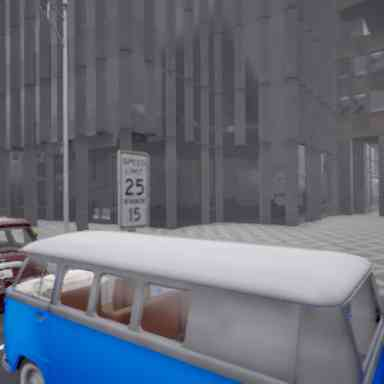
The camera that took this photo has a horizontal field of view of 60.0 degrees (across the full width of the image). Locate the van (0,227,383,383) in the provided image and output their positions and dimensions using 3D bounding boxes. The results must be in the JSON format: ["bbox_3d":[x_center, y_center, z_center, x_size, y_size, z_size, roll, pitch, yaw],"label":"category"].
[{"bbox_3d":[-0.272,1.360,3.275,3.998,1.788,1.690,-1,0,35],"label":"van"}]

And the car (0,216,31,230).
[{"bbox_3d":[-4.865,1.383,6.550,5.009,1.841,2.192,-1,0,35],"label":"car"}]
